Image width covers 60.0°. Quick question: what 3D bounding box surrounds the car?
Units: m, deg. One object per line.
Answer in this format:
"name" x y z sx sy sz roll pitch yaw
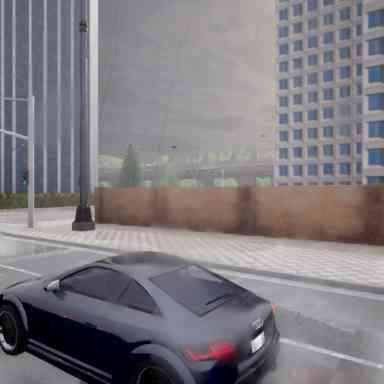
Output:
"car" -0.946 1.564 4.677 4.181 1.385 1.994 0 0 35
